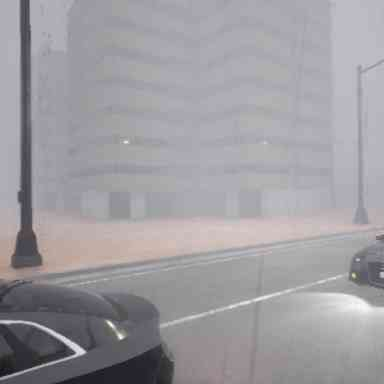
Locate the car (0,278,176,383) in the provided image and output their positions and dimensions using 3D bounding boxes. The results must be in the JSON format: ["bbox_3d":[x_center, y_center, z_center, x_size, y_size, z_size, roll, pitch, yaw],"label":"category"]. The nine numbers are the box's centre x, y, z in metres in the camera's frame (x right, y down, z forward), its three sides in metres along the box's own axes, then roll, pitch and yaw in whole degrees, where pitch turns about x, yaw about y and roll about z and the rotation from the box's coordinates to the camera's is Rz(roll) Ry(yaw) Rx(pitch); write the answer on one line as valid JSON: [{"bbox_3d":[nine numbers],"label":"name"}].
[{"bbox_3d":[-2.429,1.536,2.246,4.892,1.490,1.837,0,0,-36],"label":"car"}]

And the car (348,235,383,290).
[{"bbox_3d":[5.648,1.547,8.059,4.181,1.385,1.994,0,0,-36],"label":"car"}]

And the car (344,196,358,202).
[{"bbox_3d":[41.349,1.738,85.972,1.970,1.475,3.806,0,-2,-37],"label":"car"}]
